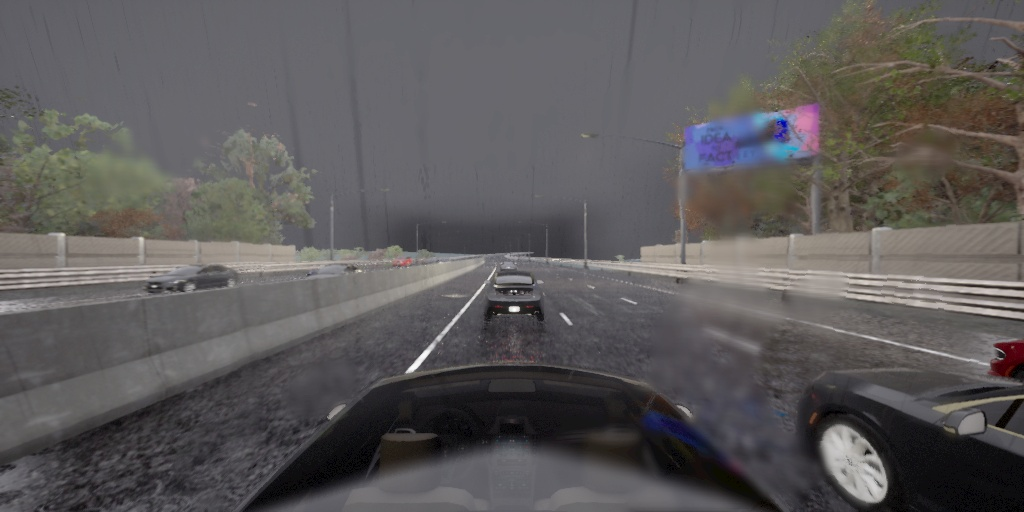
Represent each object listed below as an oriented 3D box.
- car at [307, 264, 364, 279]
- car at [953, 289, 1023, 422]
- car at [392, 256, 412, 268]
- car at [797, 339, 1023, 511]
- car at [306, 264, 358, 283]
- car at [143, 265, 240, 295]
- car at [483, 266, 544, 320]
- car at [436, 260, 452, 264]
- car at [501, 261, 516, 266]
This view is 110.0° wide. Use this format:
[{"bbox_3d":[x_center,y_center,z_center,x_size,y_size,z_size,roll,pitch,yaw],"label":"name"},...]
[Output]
[{"bbox_3d":[-10.738,1.254,22.136,1.837,1.490,4.892,0,0,-1],"label":"car"},{"bbox_3d":[7.092,1.226,2.499,1.882,1.535,5.008,0,0,0],"label":"car"},{"bbox_3d":[-18.561,0.941,60.943,2.150,2.045,5.566,0,0,-1],"label":"car"},{"bbox_3d":[3.593,1.254,1.361,1.837,1.490,4.892,0,0,0],"label":"car"},{"bbox_3d":[-14.331,1.347,28.862,1.895,1.301,4.718,0,0,-1],"label":"car"},{"bbox_3d":[-17.715,1.256,20.150,1.837,1.490,4.892,0,0,-1],"label":"car"},{"bbox_3d":[0.053,1.254,12.557,1.837,1.490,4.892,0,0,0],"label":"car"},{"bbox_3d":[-11.637,1.314,63.555,1.895,1.301,4.718,0,0,-1],"label":"car"},{"bbox_3d":[-0.418,1.295,43.238,1.994,1.385,4.181,0,0,-1],"label":"car"}]
